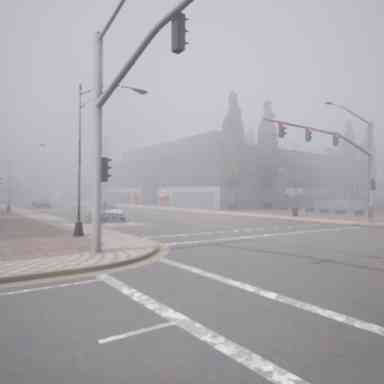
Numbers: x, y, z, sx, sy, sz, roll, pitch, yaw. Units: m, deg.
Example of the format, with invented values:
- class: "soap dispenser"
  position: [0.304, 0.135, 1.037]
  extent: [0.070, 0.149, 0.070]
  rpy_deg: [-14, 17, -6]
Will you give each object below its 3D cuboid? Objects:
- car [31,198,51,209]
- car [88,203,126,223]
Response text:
- class: "car"
  position: [-21.506, 1.599, 47.359]
  extent: [2.033, 1.411, 5.357]
  rpy_deg: [1, 0, -36]
- class: "car"
  position: [-6.982, 1.638, 27.053]
  extent: [1.812, 1.442, 4.674]
  rpy_deg: [1, 0, -36]
